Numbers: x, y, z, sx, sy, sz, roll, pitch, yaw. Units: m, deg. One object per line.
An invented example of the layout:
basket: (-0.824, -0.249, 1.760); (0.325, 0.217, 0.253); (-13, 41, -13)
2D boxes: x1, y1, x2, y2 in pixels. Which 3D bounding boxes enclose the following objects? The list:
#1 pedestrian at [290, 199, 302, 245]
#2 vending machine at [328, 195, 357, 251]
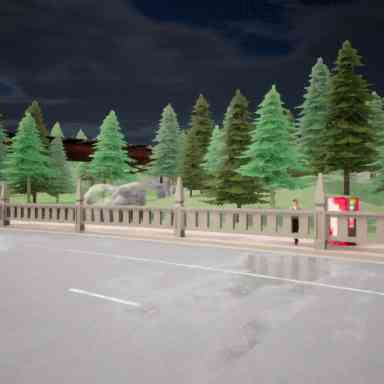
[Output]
pedestrian: (4.060, 1.142, 13.008); (0.375, 1.860, 0.375); (0, 0, 33)
vending machine: (6.094, 1.195, 13.456); (0.880, 2.100, 1.100); (0, 0, 33)
